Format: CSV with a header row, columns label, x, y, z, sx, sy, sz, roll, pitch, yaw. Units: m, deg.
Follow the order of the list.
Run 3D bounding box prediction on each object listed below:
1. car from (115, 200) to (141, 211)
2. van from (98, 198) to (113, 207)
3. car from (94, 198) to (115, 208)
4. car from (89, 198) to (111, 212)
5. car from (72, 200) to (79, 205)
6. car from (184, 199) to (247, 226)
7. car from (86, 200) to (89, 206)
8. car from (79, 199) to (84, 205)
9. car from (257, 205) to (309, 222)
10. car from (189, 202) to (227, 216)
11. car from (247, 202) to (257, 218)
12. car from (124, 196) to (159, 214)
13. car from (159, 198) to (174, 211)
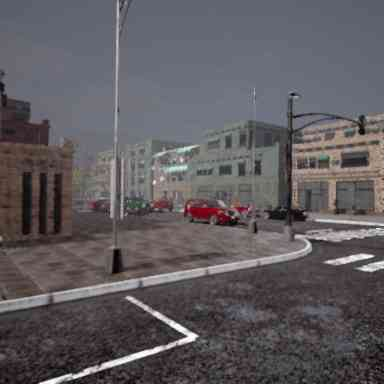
label,x,y,z,sx,sy,sz,roll,pitch,yaw
car,-9.825,1.972,50.625,2.128,1.511,4.902,1,-1,-34
van,-17.104,2.023,65.739,1.690,1.788,3.998,0,-1,-35
car,-15.577,1.928,58.830,2.097,1.767,4.553,1,-1,-35
car,-11.331,1.773,42.728,1.967,1.590,4.097,1,-1,-35
car,-26.596,2.422,79.409,1.802,1.307,4.206,0,-1,-35
car,1.325,1.436,24.500,2.192,1.841,5.009,1,-1,-35
car,-20.268,2.279,70.294,1.887,1.381,4.507,0,-1,-35
car,-23.432,2.369,74.851,1.802,1.307,4.206,0,-1,-35
car,8.207,1.824,29.276,1.947,1.339,4.313,0,-1,-35
car,1.782,1.891,38.531,1.752,1.417,4.829,0,-1,-35
car,5.044,1.751,33.835,1.967,1.590,4.097,0,-1,-35
car,-6.640,1.554,40.536,2.150,2.045,5.566,1,-1,-35
car,-4.449,1.785,47.509,2.192,1.841,5.009,0,-1,-35
